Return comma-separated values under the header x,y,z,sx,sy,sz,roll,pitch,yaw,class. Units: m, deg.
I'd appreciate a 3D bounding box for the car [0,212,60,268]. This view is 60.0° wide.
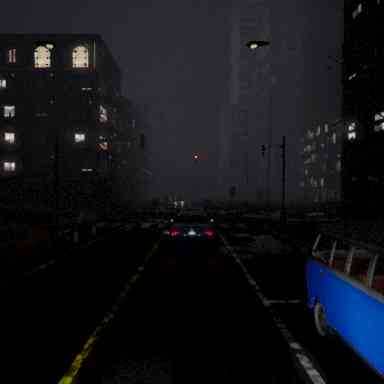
x,y,z,sx,sy,sz,roll,pitch,yaw,class
-5.701,1.523,9.499,1.752,1.417,4.829,-1,0,0,car

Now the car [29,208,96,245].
x,y,z,sx,sy,sz,roll,pitch,yaw,class
-5.701,1.547,15.333,2.008,1.369,4.403,-1,0,0,car

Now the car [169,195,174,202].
x,y,z,sx,sy,sz,roll,pitch,yaw,class
-5.704,1.316,70.347,2.192,1.841,5.009,-1,0,0,car

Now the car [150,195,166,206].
x,y,z,sx,sy,sz,roll,pitch,yaw,class
-5.701,1.542,53.399,1.887,1.381,4.507,-1,0,0,car

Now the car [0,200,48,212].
x,y,z,sx,sy,sz,roll,pitch,yaw,class
-17.884,1.497,35.304,4.829,1.417,1.752,0,1,0,car

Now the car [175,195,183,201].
x,y,z,sx,sy,sz,roll,pitch,yaw,class
-2.999,1.435,78.182,1.837,1.490,4.892,0,0,0,car

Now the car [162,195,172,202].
x,y,z,sx,sy,sz,roll,pitch,yaw,class
-5.703,1.444,75.994,1.967,1.590,4.097,-1,0,0,car

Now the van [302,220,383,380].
x,y,z,sx,sy,sz,roll,pitch,yaw,class
2.676,1.340,3.969,1.690,1.788,3.998,-1,0,0,van

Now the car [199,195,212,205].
x,y,z,sx,sy,sz,roll,pitch,yaw,class
2.646,1.543,59.105,1.887,1.381,4.507,-1,0,0,car

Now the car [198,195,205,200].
x,y,z,sx,sy,sz,roll,pitch,yaw,class
2.646,1.555,92.999,1.887,1.381,4.507,-1,0,0,car

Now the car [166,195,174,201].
x,y,z,sx,sy,sz,roll,pitch,yaw,class
-5.701,1.590,87.293,1.802,1.307,4.206,-1,0,0,car

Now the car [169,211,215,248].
x,y,z,sx,sy,sz,roll,pitch,yaw,class
0.001,1.561,14.652,2.033,1.411,5.357,0,0,0,car

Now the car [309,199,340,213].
x,y,z,sx,sy,sz,roll,pitch,yaw,class
14.674,1.465,35.358,4.313,1.339,1.947,0,1,0,car

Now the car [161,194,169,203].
x,y,z,sx,sy,sz,roll,pitch,yaw,class
-5.702,1.438,59.048,1.967,1.590,4.097,-1,0,0,car
